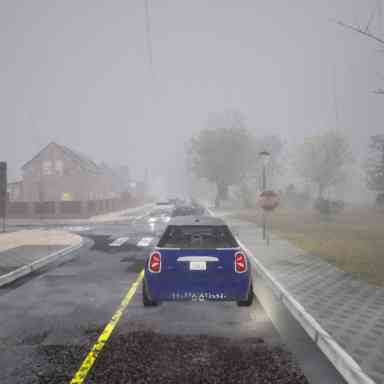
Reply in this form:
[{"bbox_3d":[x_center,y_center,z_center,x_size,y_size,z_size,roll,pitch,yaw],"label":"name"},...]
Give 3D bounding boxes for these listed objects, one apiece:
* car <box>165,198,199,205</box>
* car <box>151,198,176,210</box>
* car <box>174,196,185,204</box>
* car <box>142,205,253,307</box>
[{"bbox_3d":[-0.270,1.527,27.247,2.128,1.511,4.902,1,0,13],"label":"car"},{"bbox_3d":[-2.820,1.573,32.667,1.812,1.442,4.674,0,0,2],"label":"car"},{"bbox_3d":[-2.532,1.700,69.000,2.128,1.511,4.902,0,0,0],"label":"car"},{"bbox_3d":[0.115,1.358,8.158,2.097,1.767,4.553,0,0,0],"label":"car"}]
